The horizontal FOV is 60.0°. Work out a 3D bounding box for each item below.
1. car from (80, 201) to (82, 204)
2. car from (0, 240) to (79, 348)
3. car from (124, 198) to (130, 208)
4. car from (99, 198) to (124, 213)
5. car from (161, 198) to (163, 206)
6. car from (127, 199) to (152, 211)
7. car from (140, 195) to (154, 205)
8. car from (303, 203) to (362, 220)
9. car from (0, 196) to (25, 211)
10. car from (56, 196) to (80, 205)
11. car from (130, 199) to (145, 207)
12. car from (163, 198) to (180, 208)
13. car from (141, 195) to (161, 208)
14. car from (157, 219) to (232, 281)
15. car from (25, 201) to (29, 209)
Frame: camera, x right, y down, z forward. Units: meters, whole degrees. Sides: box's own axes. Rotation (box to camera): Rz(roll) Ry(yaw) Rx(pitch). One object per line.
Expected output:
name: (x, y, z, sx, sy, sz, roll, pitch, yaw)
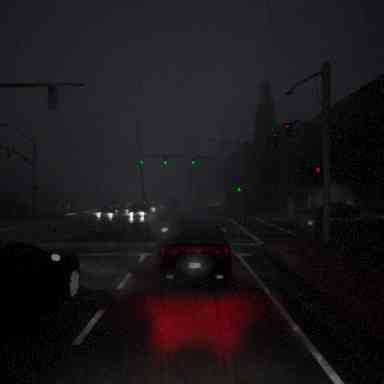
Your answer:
car: (-24.893, 1.946, 68.754, 3.806, 1.475, 1.970, 0, 0, 0)
car: (-3.432, 1.522, 5.438, 1.882, 1.535, 5.008, 0, 0, 0)
car: (-10.517, 1.771, 52.329, 2.097, 1.767, 4.553, 0, 0, 2)
car: (-10.708, 1.852, 43.328, 1.837, 1.490, 4.892, 0, 0, 1)
car: (-6.609, 1.878, 65.624, 2.097, 1.767, 4.553, 0, 0, 2)
car: (-7.160, 1.969, 45.962, 1.895, 1.301, 4.718, 0, 0, 1)
car: (-9.878, 1.787, 73.157, 2.150, 2.045, 5.566, 0, 0, 2)
car: (12.659, 1.720, 30.147, 5.008, 1.535, 1.882, 0, 0, 0)
car: (-24.949, 1.501, 43.343, 4.605, 1.855, 1.932, 0, 0, 0)
car: (-24.907, 1.684, 65.860, 3.866, 1.878, 1.905, 0, 0, 0)
car: (-10.216, 2.026, 62.473, 1.812, 1.442, 4.674, 0, 0, 2)
car: (-3.235, 1.800, 55.893, 2.097, 1.767, 4.553, 0, 0, 2)
car: (-6.914, 1.799, 55.772, 2.097, 1.767, 4.553, 0, 0, 2)
car: (0.062, 1.560, 10.169, 1.882, 1.535, 5.008, 0, 0, 0)
car: (-24.892, 1.527, 46.237, 3.866, 1.878, 1.905, 0, 0, 0)
